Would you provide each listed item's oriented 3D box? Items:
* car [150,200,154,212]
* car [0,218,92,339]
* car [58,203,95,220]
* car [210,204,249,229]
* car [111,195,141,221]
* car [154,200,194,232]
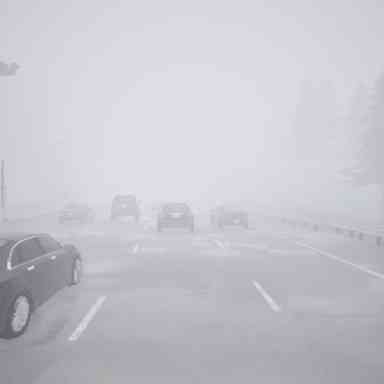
[{"bbox_3d":[-3.910,1.610,39.537,1.895,1.301,4.718,0,0,-11],"label":"car"},{"bbox_3d":[-3.618,1.512,6.531,1.837,1.490,4.892,0,0,-2],"label":"car"},{"bbox_3d":[-8.654,1.565,25.284,2.033,1.411,5.357,0,0,-7],"label":"car"},{"bbox_3d":[2.333,1.522,21.424,1.812,1.442,4.674,0,0,-6],"label":"car"},{"bbox_3d":[-5.447,1.233,27.559,2.150,2.045,5.566,0,0,-8],"label":"car"},{"bbox_3d":[-1.083,1.355,20.405,2.097,1.767,4.553,0,0,-6],"label":"car"}]
